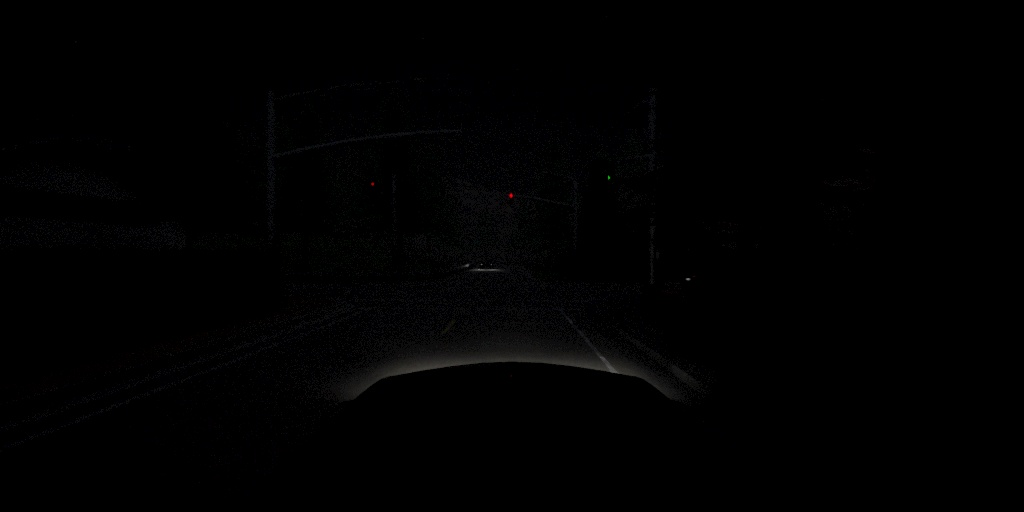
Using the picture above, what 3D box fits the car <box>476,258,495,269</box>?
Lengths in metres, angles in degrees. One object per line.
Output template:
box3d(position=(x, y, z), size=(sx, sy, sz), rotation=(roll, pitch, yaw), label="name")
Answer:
box3d(position=(-3.555, 1.067, 50.990), size=(1.837, 1.490, 4.892), rotation=(0, 0, 0), label="car")

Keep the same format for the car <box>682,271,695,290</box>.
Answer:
box3d(position=(11.572, 1.232, 19.491), size=(4.181, 1.385, 1.994), rotation=(0, 0, 0), label="car")
